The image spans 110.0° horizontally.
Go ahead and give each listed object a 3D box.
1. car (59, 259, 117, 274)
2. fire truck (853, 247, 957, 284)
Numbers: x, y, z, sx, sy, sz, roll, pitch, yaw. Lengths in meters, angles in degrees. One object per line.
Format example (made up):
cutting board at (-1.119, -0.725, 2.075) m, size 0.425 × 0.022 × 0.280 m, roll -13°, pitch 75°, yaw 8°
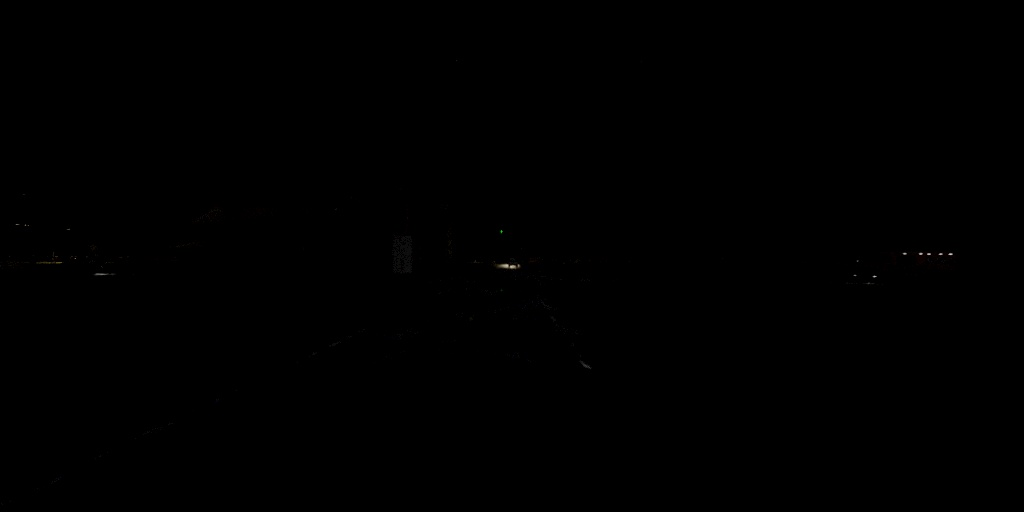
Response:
car at (-41.887, 1.013, 35.516) m, size 4.674 × 1.442 × 1.812 m, roll 1°, pitch -2°, yaw 0°
fire truck at (42.404, 1.043, 38.870) m, size 8.468 × 3.827 × 2.891 m, roll 1°, pitch -2°, yaw 0°
